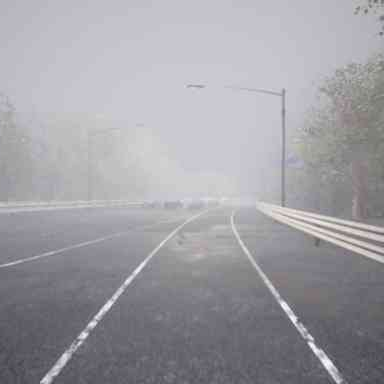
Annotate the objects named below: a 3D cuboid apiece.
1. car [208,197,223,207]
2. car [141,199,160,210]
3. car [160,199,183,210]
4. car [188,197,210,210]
[{"bbox_3d":[4.094,2.046,62.970,1.994,1.385,4.181,0,-1,12],"label":"car"},{"bbox_3d":[-6.056,1.810,49.270,1.812,1.442,4.674,0,-1,12],"label":"car"},{"bbox_3d":[-2.646,1.774,48.473,1.882,1.535,5.008,0,-1,12],"label":"car"},{"bbox_3d":[0.740,1.854,47.634,2.033,1.411,5.357,0,-1,12],"label":"car"}]
